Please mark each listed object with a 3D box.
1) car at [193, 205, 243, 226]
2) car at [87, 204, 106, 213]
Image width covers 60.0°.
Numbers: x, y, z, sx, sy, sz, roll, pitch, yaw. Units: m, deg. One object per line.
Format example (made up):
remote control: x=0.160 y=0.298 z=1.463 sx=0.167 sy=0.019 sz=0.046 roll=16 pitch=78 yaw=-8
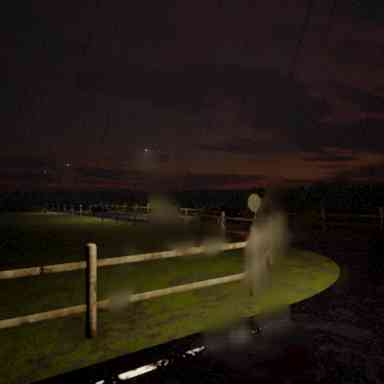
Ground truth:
car: x=1.999 y=1.864 z=26.896 sx=1.837 sy=1.490 sz=4.892 roll=0 pitch=-1 yaw=-34
car: x=-14.780 y=2.494 z=51.411 sx=1.994 sy=1.385 sz=4.181 roll=0 pitch=-1 yaw=-34
